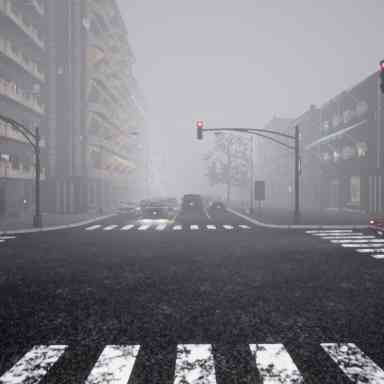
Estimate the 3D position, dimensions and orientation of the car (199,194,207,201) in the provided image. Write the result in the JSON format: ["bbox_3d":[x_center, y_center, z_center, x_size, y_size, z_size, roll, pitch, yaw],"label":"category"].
[{"bbox_3d":[2.703,1.396,85.484,1.967,1.590,4.097,0,0,0],"label":"car"}]

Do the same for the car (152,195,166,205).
[{"bbox_3d":[-5.683,1.417,57.826,1.967,1.590,4.097,0,0,0],"label":"car"}]

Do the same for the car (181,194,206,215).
[{"bbox_3d":[0.051,1.212,33.723,2.150,2.045,5.566,0,0,1],"label":"car"}]

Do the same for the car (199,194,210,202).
[{"bbox_3d":[2.700,1.280,74.418,2.192,1.841,5.009,0,0,0],"label":"car"}]

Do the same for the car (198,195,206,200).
[{"bbox_3d":[2.705,1.496,91.018,1.887,1.381,4.507,0,0,0],"label":"car"}]

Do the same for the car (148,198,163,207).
[{"bbox_3d":[-5.683,1.562,52.293,1.802,1.307,4.206,0,0,0],"label":"car"}]

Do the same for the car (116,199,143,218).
[{"bbox_3d":[-5.688,1.543,30.158,2.008,1.369,4.403,0,0,0],"label":"car"}]

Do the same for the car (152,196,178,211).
[{"bbox_3d":[-3.092,1.535,38.666,2.033,1.411,5.357,0,0,0],"label":"car"}]

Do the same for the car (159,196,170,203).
[{"bbox_3d":[-5.680,1.552,68.893,1.802,1.307,4.206,0,0,0],"label":"car"}]

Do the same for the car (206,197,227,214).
[{"bbox_3d":[2.695,1.555,35.683,1.947,1.339,4.313,0,0,0],"label":"car"}]

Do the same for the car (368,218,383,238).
[{"bbox_3d":[10.190,1.392,14.164,4.718,1.301,1.895,-1,1,-1],"label":"car"}]

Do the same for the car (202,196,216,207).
[{"bbox_3d":[2.697,1.420,52.284,1.967,1.590,4.097,0,0,0],"label":"car"}]

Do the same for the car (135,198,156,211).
[{"bbox_3d":[-5.685,1.531,41.225,1.887,1.381,4.507,0,0,0],"label":"car"}]

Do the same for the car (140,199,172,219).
[{"bbox_3d":[-3.103,1.556,29.319,1.994,1.385,4.181,0,0,-1],"label":"car"}]

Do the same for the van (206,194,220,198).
[{"bbox_3d":[2.694,1.327,41.216,1.690,1.788,3.998,0,0,0],"label":"van"}]

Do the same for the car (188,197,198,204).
[{"bbox_3d":[0.111,1.573,64.939,1.895,1.301,4.718,0,0,0],"label":"car"}]
